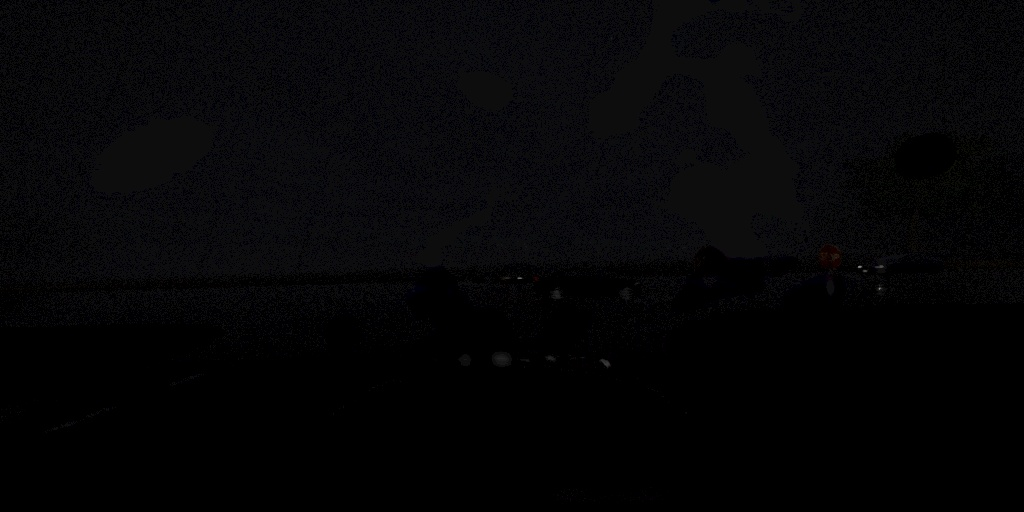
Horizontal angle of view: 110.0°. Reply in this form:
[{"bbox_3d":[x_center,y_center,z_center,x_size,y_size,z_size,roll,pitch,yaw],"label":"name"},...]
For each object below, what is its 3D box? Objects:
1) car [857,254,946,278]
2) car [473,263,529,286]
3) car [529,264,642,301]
[{"bbox_3d":[25.664,0.645,23.673,4.674,1.442,1.812,-2,2,0],"label":"car"},{"bbox_3d":[0.117,1.168,23.740,5.357,1.411,2.033,-1,1,0],"label":"car"},{"bbox_3d":[3.439,1.196,16.734,5.008,1.535,1.882,0,1,0],"label":"car"}]
